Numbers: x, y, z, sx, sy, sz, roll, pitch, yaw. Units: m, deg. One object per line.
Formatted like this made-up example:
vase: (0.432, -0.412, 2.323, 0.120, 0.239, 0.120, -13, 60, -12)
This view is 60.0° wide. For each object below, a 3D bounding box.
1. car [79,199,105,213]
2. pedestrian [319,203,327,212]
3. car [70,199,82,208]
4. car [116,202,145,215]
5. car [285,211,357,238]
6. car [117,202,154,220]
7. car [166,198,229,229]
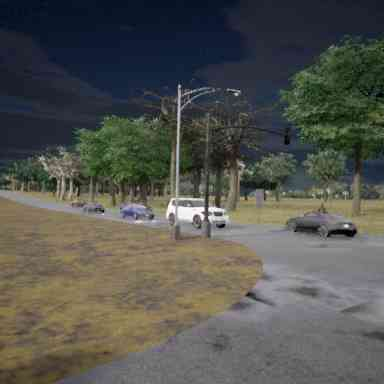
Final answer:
car: (-12.851, 2.036, 43.408, 1.994, 1.385, 4.181, 2, -2, -33)
pedestrian: (9.324, 1.708, 23.841, 0.375, 1.860, 0.375, 1, -1, -34)
car: (-21.575, 2.094, 63.142, 2.097, 1.767, 4.553, 3, -1, -35)
car: (-7.960, 2.059, 42.705, 1.882, 1.535, 5.008, 3, -2, -34)
car: (7.295, 1.803, 19.209, 1.994, 1.385, 4.181, 2, -2, -22)
car: (-5.349, 1.880, 32.159, 1.812, 1.442, 4.674, 3, -2, -34)
car: (0.244, 1.453, 23.764, 2.150, 2.045, 5.566, 3, -2, -34)
